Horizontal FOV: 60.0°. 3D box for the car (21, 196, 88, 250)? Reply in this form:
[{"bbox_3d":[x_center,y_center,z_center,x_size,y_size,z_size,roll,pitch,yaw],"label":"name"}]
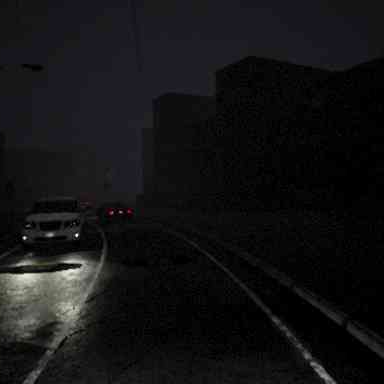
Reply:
[{"bbox_3d":[-6.012,1.228,14.917,2.150,2.045,5.566,-1,0,-17],"label":"car"}]

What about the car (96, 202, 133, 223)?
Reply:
[{"bbox_3d":[-5.976,1.452,25.157,2.033,1.411,5.357,-2,1,-25],"label":"car"}]

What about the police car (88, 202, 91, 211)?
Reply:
[{"bbox_3d":[-13.379,1.499,39.845,2.038,1.542,4.974,-2,1,-25],"label":"police car"}]
